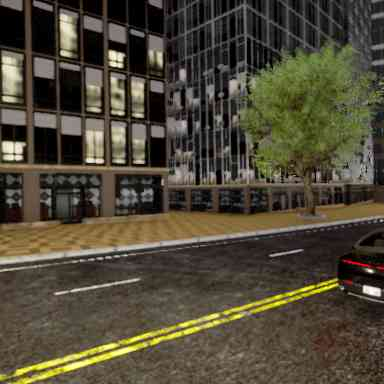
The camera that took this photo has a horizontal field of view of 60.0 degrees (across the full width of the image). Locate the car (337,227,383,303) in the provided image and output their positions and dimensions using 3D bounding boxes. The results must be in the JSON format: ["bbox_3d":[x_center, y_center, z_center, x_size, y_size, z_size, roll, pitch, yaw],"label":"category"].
[{"bbox_3d":[5.115,1.512,7.397,4.892,1.490,1.837,0,0,-38],"label":"car"}]
